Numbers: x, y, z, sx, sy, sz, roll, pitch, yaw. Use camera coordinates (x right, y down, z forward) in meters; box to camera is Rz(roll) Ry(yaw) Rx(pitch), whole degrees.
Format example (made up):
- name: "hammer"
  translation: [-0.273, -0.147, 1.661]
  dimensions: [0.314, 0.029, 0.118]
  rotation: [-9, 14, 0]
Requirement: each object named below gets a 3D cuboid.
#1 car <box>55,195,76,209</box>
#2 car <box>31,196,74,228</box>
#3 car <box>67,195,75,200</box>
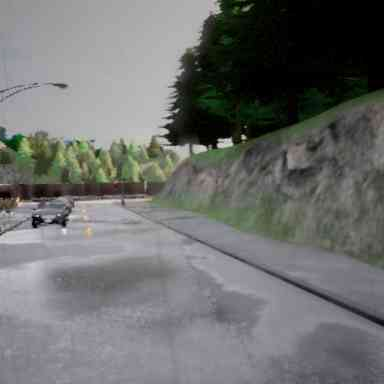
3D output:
- name: "car"
  translation: [-15.195, 1.131, 40.167]
  dimensions: [2.033, 1.411, 5.357]
  rotation: [-2, 1, -19]
- name: "car"
  translation: [-8.772, 1.292, 20.795]
  dimensions: [2.128, 1.511, 4.902]
  rotation: [-2, 1, -19]
- name: "car"
  translation: [-11.952, 1.220, 30.307]
  dimensions: [1.812, 1.442, 4.674]
  rotation: [-2, 1, -18]
